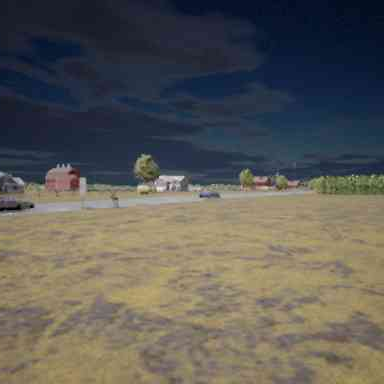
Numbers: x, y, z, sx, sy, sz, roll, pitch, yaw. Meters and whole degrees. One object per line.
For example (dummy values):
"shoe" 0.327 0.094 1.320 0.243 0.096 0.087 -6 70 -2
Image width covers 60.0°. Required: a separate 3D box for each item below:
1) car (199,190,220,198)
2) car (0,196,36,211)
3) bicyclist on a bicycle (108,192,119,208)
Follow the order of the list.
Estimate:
"car" 2.981 0.281 55.253 1.994 1.385 4.181 2 2 36
"car" -16.222 1.017 28.140 2.033 1.411 5.357 2 2 35
"bicyclist on a bicycle" -7.838 0.809 33.211 1.656 1.620 0.582 0 1 35
